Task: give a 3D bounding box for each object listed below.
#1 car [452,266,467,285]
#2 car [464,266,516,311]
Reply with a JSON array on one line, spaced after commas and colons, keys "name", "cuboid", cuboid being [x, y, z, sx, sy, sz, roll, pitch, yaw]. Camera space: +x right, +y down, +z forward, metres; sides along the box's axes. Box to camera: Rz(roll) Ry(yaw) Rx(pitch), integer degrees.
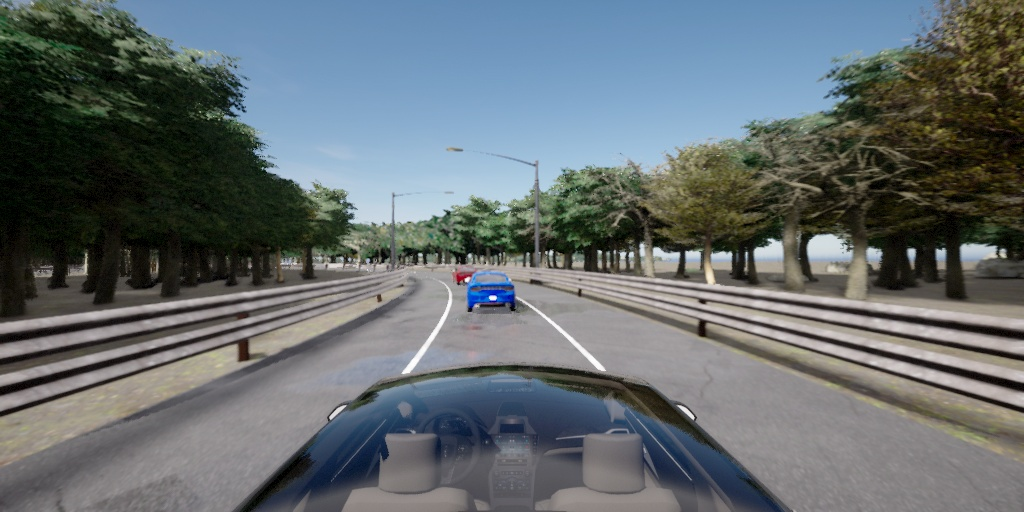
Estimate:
[{"name": "car", "cuboid": [-3.970, 1.609, 30.516, 1.882, 1.535, 5.008, 0, 0, -15]}, {"name": "car", "cuboid": [-1.005, 1.406, 15.551, 1.882, 1.535, 5.008, 0, 0, -7]}]
